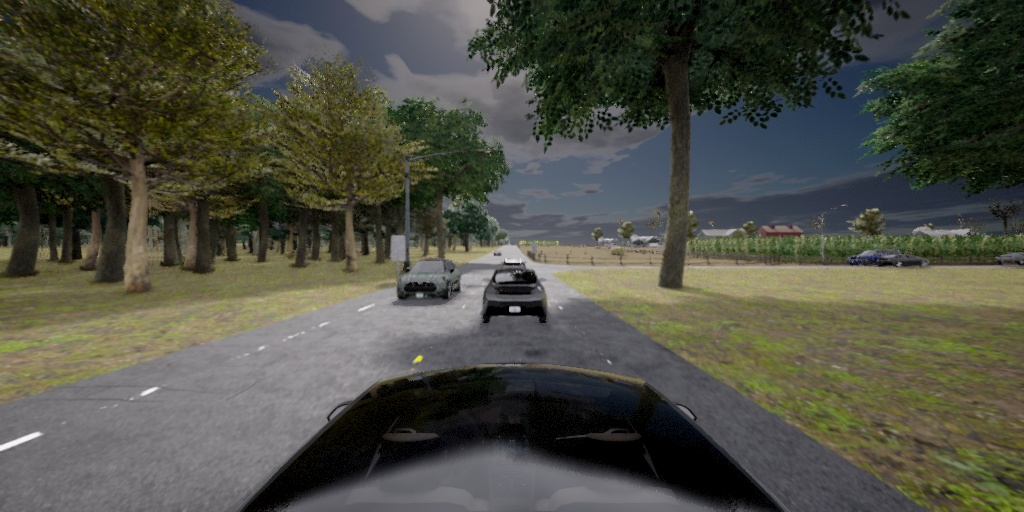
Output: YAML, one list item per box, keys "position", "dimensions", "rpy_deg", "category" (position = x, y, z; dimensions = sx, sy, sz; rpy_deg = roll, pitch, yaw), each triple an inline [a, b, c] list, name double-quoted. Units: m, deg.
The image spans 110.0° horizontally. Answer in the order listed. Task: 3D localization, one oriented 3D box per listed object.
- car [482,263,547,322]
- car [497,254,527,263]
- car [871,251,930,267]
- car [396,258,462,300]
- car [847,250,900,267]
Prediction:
- position: [0.083, 1.133, 11.788]
  dimensions: [1.837, 1.490, 4.892]
  rpy_deg: [0, 0, 0]
  category: "car"
- position: [0.147, 0.842, 27.921]
  dimensions: [2.128, 1.511, 4.902]
  rpy_deg: [0, 1, 1]
  category: "car"
- position: [44.930, 0.545, 41.231]
  dimensions: [4.892, 1.490, 1.837]
  rpy_deg: [-1, 0, 0]
  category: "car"
- position: [-3.584, 0.915, 16.179]
  dimensions: [2.097, 1.767, 4.553]
  rpy_deg: [0, 1, 0]
  category: "car"
- position: [44.571, 0.260, 44.032]
  dimensions: [5.566, 2.045, 2.150]
  rpy_deg: [0, 0, 0]
  category: "car"
